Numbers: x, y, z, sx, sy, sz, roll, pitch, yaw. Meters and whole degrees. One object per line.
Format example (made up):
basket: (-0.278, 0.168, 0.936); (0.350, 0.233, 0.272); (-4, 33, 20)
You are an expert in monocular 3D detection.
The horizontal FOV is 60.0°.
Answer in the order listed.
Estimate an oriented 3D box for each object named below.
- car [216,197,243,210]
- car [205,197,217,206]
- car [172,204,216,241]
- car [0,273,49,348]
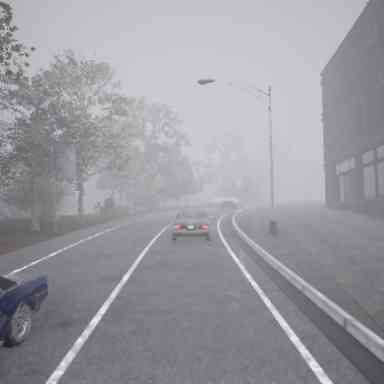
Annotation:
car: (4.894, 1.372, 40.816); (1.812, 1.442, 4.674); (-2, 0, 22)
car: (3.271, 1.485, 45.538); (1.812, 1.442, 4.674); (-3, -1, 26)
car: (0.035, 1.539, 16.745); (2.033, 1.411, 5.357); (0, 0, 2)
car: (-3.379, 1.609, 3.523); (1.895, 1.301, 4.718); (0, 0, -1)
